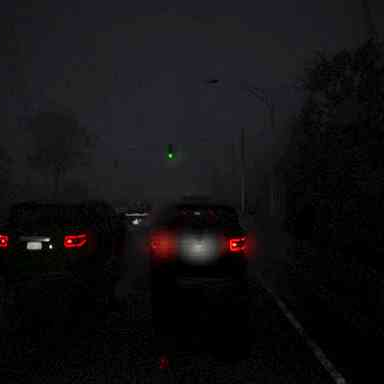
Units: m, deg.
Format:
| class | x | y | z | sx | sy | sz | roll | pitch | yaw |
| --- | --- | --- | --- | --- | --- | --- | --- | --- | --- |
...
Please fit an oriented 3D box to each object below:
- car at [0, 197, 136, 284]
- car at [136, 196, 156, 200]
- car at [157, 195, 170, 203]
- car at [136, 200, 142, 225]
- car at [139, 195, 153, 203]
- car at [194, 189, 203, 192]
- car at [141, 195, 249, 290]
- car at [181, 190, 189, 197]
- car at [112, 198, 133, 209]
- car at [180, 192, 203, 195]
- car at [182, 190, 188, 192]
| class | x | y | z | sx | sy | sz | roll | pitch | yaw |
| --- | --- | --- | --- | --- | --- | --- | --- | --- | --- |
| car | -3.322 | 1.223 | 9.758 | 2.150 | 2.045 | 5.566 | 0 | 0 | 1 |
| car | -6.310 | 1.597 | 46.353 | 1.895 | 1.301 | 4.718 | 0 | 0 | 1 |
| car | -5.742 | 1.452 | 68.154 | 2.033 | 1.411 | 5.357 | 0 | 1 | 2 |
| car | -3.143 | 1.491 | 21.236 | 2.128 | 1.511 | 4.902 | 0 | 0 | 1 |
| car | -9.272 | 1.404 | 67.276 | 1.882 | 1.535 | 5.008 | 0 | 1 | 2 |
| car | 1.476 | 0.844 | 77.548 | 2.097 | 1.767 | 4.553 | 0 | 3 | 1 |
| car | 0.171 | 1.221 | 9.214 | 2.150 | 2.045 | 5.566 | 0 | 0 | 1 |
| car | -1.803 | 0.288 | 87.661 | 1.882 | 1.535 | 5.008 | 0 | 3 | 1 |
| car | -9.787 | 1.560 | 47.348 | 1.994 | 1.385 | 4.181 | 0 | 0 | 1 |
| car | 0.350 | 1.222 | 20.623 | 2.150 | 2.045 | 5.566 | 0 | 0 | 1 |
| car | -2.032 | 1.048 | 77.249 | 2.033 | 1.411 | 5.357 | 0 | 3 | 1 |
